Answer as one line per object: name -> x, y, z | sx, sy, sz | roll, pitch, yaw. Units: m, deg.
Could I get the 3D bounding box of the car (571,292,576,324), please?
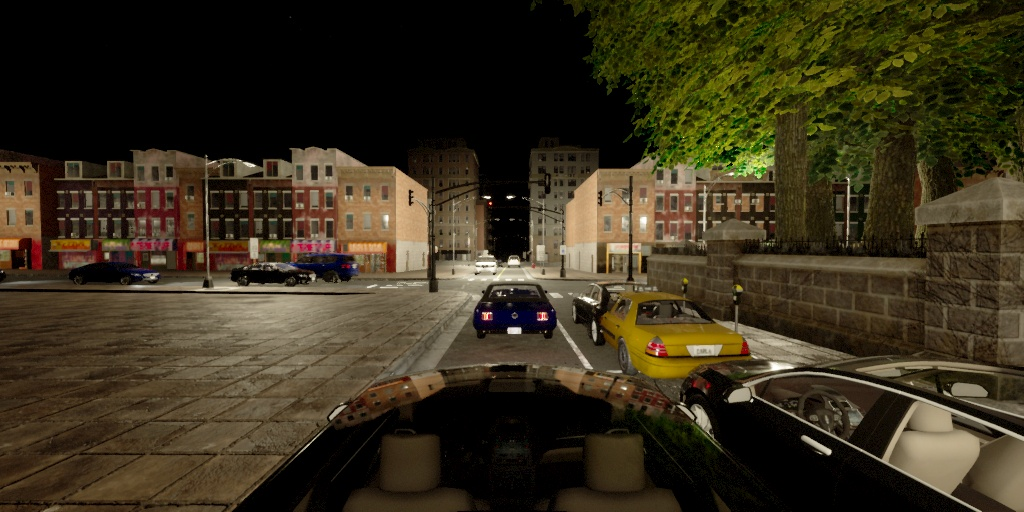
car -> 2.658, 1.299, 9.262 | 2.007, 1.370, 4.403 | 0, 0, 0

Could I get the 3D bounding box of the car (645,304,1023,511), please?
car -> 2.637, 1.300, 2.127 | 2.007, 1.370, 4.403 | 0, 0, 0

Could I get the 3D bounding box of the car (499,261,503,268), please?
car -> -2.523, 1.337, 62.648 | 2.033, 1.411, 5.357 | 0, 0, 1

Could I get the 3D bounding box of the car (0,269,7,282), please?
car -> -35.283, 0.970, 22.769 | 4.674, 1.442, 1.812 | 1, 1, 1

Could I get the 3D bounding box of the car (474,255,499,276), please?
car -> -2.796, 0.976, 38.295 | 2.150, 2.045, 5.566 | 0, 1, -2

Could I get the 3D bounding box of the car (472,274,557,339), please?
car -> 0.072, 1.349, 10.066 | 1.895, 1.301, 4.718 | 0, 0, 0

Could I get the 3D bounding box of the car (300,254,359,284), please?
car -> -13.749, 0.846, 25.383 | 5.566, 2.045, 2.150 | 1, 1, 3

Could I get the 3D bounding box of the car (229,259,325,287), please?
car -> -15.034, 1.161, 22.721 | 4.902, 1.511, 2.128 | 1, 1, 0

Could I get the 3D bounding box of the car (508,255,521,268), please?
car -> 0.380, 1.012, 63.734 | 2.150, 2.045, 5.566 | 0, 0, 0

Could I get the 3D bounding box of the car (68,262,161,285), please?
car -> -25.140, 1.084, 22.741 | 4.674, 1.442, 1.812 | 1, 1, 0

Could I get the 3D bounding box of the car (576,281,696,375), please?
car -> 2.684, 1.274, 7.289 | 1.751, 1.417, 4.829 | 0, 0, 0
